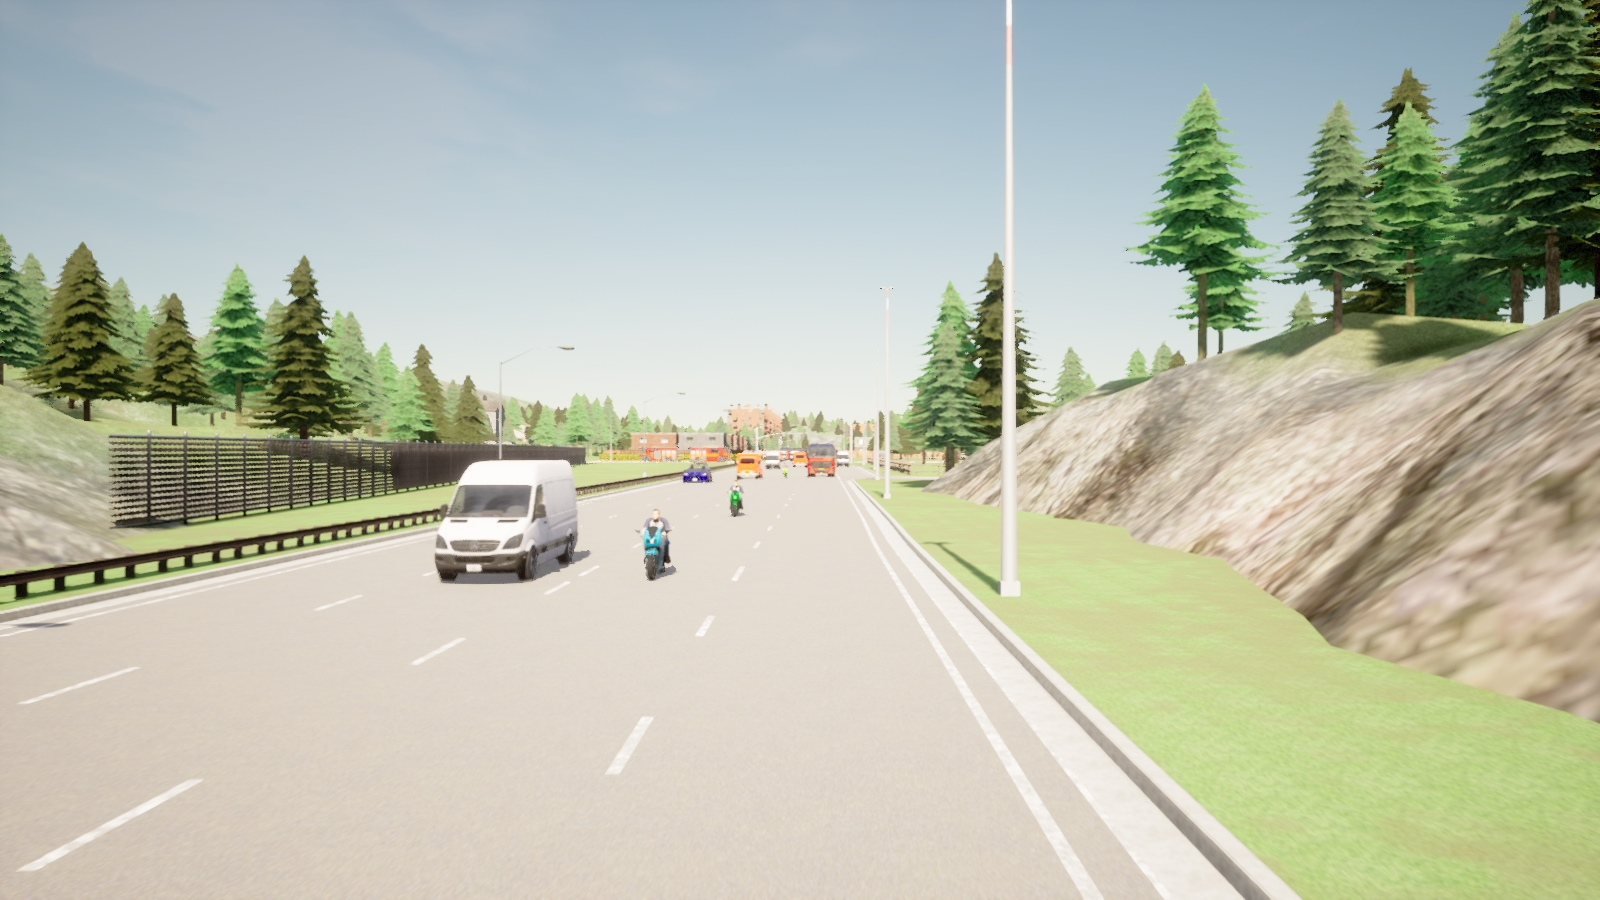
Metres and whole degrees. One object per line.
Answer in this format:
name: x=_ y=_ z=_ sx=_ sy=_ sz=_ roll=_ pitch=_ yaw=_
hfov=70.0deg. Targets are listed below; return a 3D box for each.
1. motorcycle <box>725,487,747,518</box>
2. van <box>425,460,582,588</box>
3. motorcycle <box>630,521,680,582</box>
motorcycle: x=-2.669 y=2.191 z=47.838 sx=0.803 sy=1.199 sz=2.033 roll=0 pitch=0 yaw=1
van: x=-6.629 y=1.536 z=26.308 sx=1.988 sy=2.561 sz=5.915 roll=0 pitch=0 yaw=1
motorcycle: x=-3.153 y=2.191 z=25.048 sx=0.803 sy=1.199 sz=2.033 roll=0 pitch=-1 yaw=1
